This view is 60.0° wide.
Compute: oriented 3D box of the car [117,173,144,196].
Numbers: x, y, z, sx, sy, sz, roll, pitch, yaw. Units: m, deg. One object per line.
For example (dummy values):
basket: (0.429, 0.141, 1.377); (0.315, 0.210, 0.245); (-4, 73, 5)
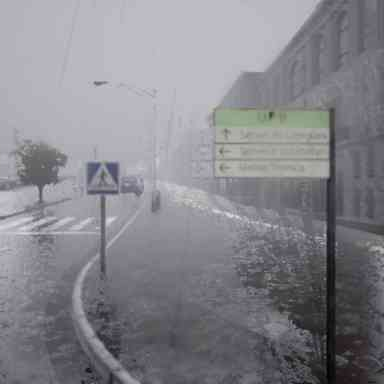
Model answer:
car: (-6.421, -0.685, 34.464); (2.150, 2.045, 5.566); (0, 4, -4)

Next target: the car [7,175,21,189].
car: (-24.132, -1.006, 40.794); (4.892, 1.521, 2.231); (-2, 5, -27)

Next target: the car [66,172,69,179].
car: (-29.297, -3.002, 69.818); (5.008, 1.535, 2.097); (-2, 4, -32)

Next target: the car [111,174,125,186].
car: (-12.202, -1.981, 54.973); (2.097, 1.767, 4.553); (0, 4, -10)

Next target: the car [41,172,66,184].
car: (-28.686, -2.811, 66.926); (5.008, 1.535, 2.097); (-2, 4, -31)

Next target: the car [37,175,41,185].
car: (-25.442, -1.745, 49.519); (4.553, 1.767, 2.185); (-2, 4, -28)

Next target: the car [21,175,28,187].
car: (-24.540, -1.173, 43.720); (4.674, 1.452, 2.002); (-2, 4, -27)

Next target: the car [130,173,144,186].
car: (-9.180, -2.085, 55.100); (2.150, 2.045, 5.566); (0, 4, -10)

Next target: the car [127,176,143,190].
car: (-7.688, -1.281, 45.076); (2.097, 1.767, 4.553); (0, 4, -8)

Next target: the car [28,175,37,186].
car: (-24.956, -1.418, 46.630); (5.008, 1.535, 2.097); (-2, 5, -28)

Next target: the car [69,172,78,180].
car: (-32.375, -3.873, 84.342); (5.008, 1.535, 2.097); (-2, 4, -32)

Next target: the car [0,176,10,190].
car: (-23.797, -0.769, 37.856); (4.792, 1.488, 2.163); (-2, 5, -26)
